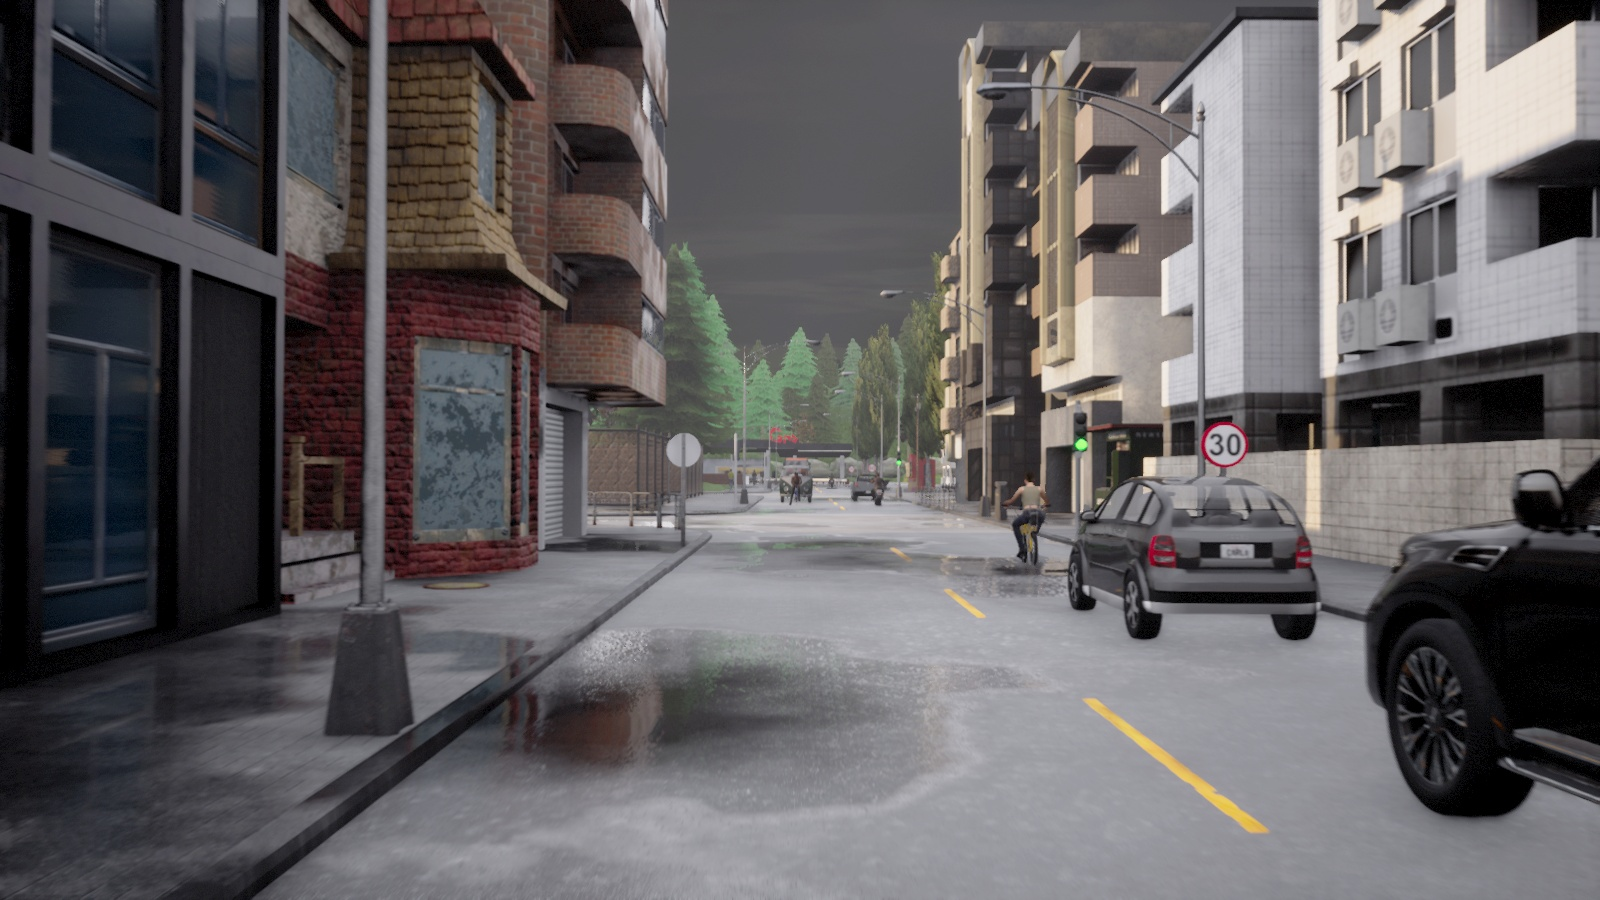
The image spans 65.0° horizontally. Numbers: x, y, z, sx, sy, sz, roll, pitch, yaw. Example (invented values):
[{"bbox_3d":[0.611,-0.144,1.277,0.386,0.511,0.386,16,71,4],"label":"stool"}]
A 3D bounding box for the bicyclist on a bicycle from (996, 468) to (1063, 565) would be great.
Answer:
[{"bbox_3d":[3.953,1.143,21.735,0.866,1.612,1.509,0,-2,0],"label":"bicyclist on a bicycle"}]

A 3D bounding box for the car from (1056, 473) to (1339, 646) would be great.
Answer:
[{"bbox_3d":[3.968,1.026,13.207,1.789,1.549,3.705,0,-1,0],"label":"car"}]

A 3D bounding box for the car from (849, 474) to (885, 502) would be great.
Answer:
[{"bbox_3d":[3.791,2.147,71.550,1.845,1.501,3.633,0,-1,0],"label":"car"}]

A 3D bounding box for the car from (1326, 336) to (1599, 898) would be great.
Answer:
[{"bbox_3d":[3.990,0.597,4.108,2.150,2.045,5.566,0,-1,0],"label":"car"}]

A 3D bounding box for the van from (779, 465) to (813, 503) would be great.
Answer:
[{"bbox_3d":[-0.196,1.827,67.570,1.775,1.987,4.442,0,-1,0],"label":"van"}]
